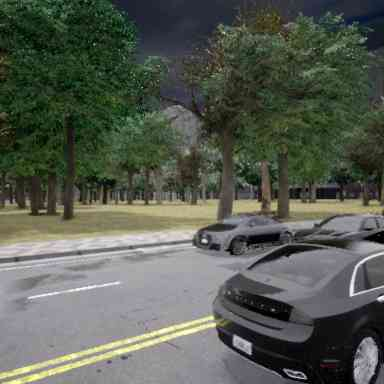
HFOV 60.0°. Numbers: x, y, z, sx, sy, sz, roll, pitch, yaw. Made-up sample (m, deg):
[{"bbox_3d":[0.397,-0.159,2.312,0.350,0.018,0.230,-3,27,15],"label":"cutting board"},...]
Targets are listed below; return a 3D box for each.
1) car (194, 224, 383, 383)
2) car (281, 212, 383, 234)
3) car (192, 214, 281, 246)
[{"bbox_3d":[2.548,1.512,5.253,4.892,1.490,1.837,0,0,-35],"label":"car"},{"bbox_3d":[5.587,1.494,11.654,5.008,1.535,1.882,0,0,-35],"label":"car"},{"bbox_3d":[2.080,1.577,13.145,4.181,1.385,1.994,0,0,-35],"label":"car"}]
